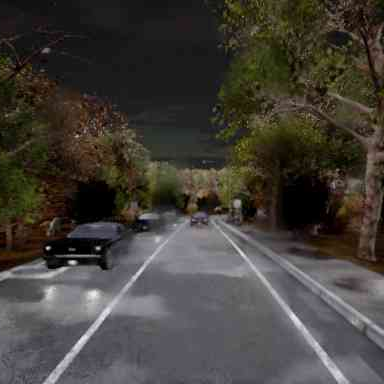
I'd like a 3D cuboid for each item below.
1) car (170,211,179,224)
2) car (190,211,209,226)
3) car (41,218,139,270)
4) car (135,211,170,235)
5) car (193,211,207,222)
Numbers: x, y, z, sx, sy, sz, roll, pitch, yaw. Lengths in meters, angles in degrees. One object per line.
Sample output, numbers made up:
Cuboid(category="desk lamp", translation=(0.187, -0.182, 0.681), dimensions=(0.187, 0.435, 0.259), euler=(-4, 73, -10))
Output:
Cuboid(category="car", translation=(-2.588, 3.105, 40.160), dimensions=(1.837, 1.490, 4.892), euler=(0, -3, 1))
Cuboid(category="car", translation=(0.792, 2.909, 35.032), dimensions=(1.895, 1.301, 4.718), euler=(0, -3, 1))
Cuboid(category="car", translation=(-3.351, 1.767, 11.659), dimensions=(1.895, 1.301, 4.718), euler=(0, -2, 1))
Cuboid(category="car", translation=(-3.029, 2.222, 24.431), dimensions=(1.882, 1.535, 5.008), euler=(0, -3, 2))
Cuboid(category="car", translation=(1.207, 3.478, 47.549), dimensions=(1.812, 1.442, 4.674), euler=(0, -3, 3))
